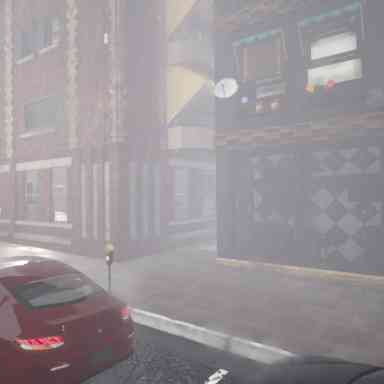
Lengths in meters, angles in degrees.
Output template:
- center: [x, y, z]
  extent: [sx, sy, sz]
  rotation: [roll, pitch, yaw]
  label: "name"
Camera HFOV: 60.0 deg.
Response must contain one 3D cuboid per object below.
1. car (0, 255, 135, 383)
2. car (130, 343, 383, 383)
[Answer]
- center: [-2.633, 1.583, 4.720]
  extent: [4.206, 1.307, 1.802]
  rotation: [0, -1, 35]
  label: "car"
- center: [1.975, 1.566, 1.439]
  extent: [4.313, 1.339, 1.947]
  rotation: [0, -1, 35]
  label: "car"
